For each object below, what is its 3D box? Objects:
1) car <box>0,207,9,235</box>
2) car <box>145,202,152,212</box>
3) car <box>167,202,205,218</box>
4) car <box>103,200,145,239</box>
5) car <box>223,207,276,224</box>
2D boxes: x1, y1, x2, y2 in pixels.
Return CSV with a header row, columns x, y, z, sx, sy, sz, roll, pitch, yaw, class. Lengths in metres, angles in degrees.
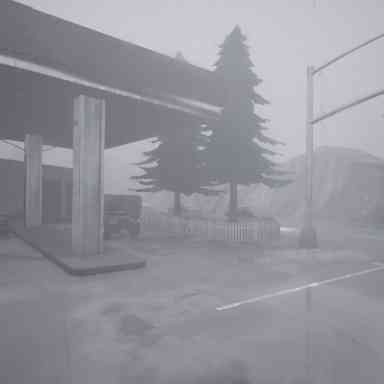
x,y,z,sx,sy,sz,roll,pitch,yaw,class
-11.604,1.521,18.514,2.242,1.667,4.611,1,0,-36,car
-6.536,1.652,40.227,1.812,1.442,4.674,1,0,-35,car
-0.671,1.721,31.899,1.812,1.442,4.674,1,0,-35,car
-4.473,1.446,18.305,1.905,1.878,3.866,1,0,-36,car
4.245,1.816,24.900,1.994,1.385,4.181,1,0,-35,car
